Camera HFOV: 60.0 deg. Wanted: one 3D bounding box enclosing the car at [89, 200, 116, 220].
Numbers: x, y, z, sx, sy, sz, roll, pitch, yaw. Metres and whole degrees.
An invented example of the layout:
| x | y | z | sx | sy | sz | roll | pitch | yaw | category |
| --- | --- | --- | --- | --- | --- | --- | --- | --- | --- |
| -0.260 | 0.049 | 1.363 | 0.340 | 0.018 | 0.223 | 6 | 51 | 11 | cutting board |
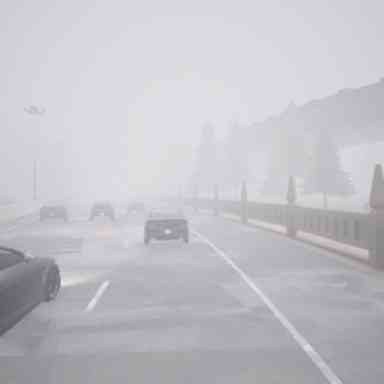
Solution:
| x | y | z | sx | sy | sz | roll | pitch | yaw | category |
| --- | --- | --- | --- | --- | --- | --- | --- | --- | --- |
| -7.414 | 1.422 | 27.596 | 1.837 | 1.490 | 4.892 | 0 | 0 | -14 | car |

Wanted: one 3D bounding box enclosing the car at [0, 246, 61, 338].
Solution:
| x | y | z | sx | sy | sz | roll | pitch | yaw | category |
| --- | --- | --- | --- | --- | --- | --- | --- | --- | --- |
| -3.755 | 1.558 | 5.534 | 1.994 | 1.385 | 4.181 | 0 | 0 | -3 | car |

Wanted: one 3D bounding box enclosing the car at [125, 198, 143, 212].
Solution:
| x | y | z | sx | sy | sz | roll | pitch | yaw | category |
| --- | --- | --- | --- | --- | --- | --- | --- | --- | --- |
| -6.145 | 1.399 | 36.203 | 1.812 | 1.442 | 4.674 | 0 | 0 | -16 | car |

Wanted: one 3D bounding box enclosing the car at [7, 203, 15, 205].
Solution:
| x | y | z | sx | sy | sz | roll | pitch | yaw | category |
| --- | --- | --- | --- | --- | --- | --- | --- | --- | --- |
| -29.262 | 1.442 | 52.705 | 1.812 | 1.442 | 4.674 | 0 | 1 | -16 | car |

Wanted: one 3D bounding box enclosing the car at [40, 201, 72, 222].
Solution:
| x | y | z | sx | sy | sz | roll | pitch | yaw | category |
| --- | --- | --- | --- | --- | --- | --- | --- | --- | --- |
| -10.694 | 1.416 | 26.335 | 1.882 | 1.535 | 5.008 | 0 | 0 | -14 | car |

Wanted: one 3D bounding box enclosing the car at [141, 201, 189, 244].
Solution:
| x | y | z | sx | sy | sz | roll | pitch | yaw | category |
| --- | --- | --- | --- | --- | --- | --- | --- | --- | --- |
| -1.329 | 1.416 | 15.709 | 1.882 | 1.535 | 5.008 | 0 | 0 | -9 | car |
